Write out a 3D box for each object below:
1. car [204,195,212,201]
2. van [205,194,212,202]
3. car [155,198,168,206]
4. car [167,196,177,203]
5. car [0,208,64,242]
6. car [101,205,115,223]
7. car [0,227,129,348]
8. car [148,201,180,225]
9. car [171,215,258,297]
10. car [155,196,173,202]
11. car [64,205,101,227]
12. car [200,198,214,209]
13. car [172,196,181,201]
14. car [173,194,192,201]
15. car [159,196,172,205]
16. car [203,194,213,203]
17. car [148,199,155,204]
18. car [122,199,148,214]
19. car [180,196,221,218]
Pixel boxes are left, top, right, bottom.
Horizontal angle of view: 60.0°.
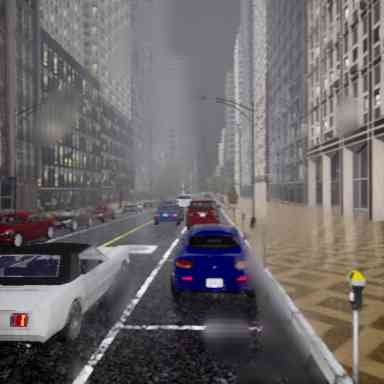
[{"bbox_3d":[4.324,1.618,88.664,1.967,1.590,4.097,-1,0,3],"label":"car"},{"bbox_3d":[4.022,1.509,82.989,1.690,1.788,3.998,-1,0,3],"label":"van"},{"bbox_3d":[-5.547,1.763,60.729,1.802,1.307,4.206,-1,0,3],"label":"car"},{"bbox_3d":[-4.654,1.739,77.587,1.752,1.417,4.829,-1,0,3],"label":"car"},{"bbox_3d":[-7.954,1.635,15.324,1.887,1.381,4.507,-1,0,3],"label":"car"},{"bbox_3d":[-7.352,1.695,26.675,1.802,1.307,4.206,-1,0,3],"label":"car"},{"bbox_3d":[-2.617,1.634,6.439,1.895,1.301,4.718,0,0,3],"label":"car"},{"bbox_3d":[-1.641,1.618,24.888,2.033,1.411,5.357,0,0,3],"label":"car"},{"bbox_3d":[0.543,1.542,8.527,1.812,1.442,4.674,0,0,3],"label":"car"},{"bbox_3d":[-3.591,1.700,46.824,1.994,1.385,4.181,0,0,3],"label":"car"},{"bbox_3d":[-7.654,1.652,20.999,2.008,1.369,4.403,-1,0,3],"label":"car"},{"bbox_3d":[2.220,1.652,48.934,2.008,1.369,4.403,-1,0,3],"label":"car"},{"bbox_3d":[-4.043,1.801,89.108,1.947,1.339,4.313,-1,0,3],"label":"car"},{"bbox_3d":[-0.783,1.329,42.986,2.150,2.045,5.566,0,0,3],"label":"car"},{"bbox_3d":[-5.248,1.632,66.405,1.967,1.590,4.097,-1,0,3],"label":"car"},{"bbox_3d":[3.720,1.472,77.314,2.192,1.841,5.009,-1,0,3],"label":"car"},{"bbox_3d":[-6.149,1.709,49.377,2.008,1.369,4.403,-1,0,3],"label":"car"},{"bbox_3d":[-6.751,1.687,38.026,2.008,1.369,4.403,-1,0,3],"label":"car"},{"bbox_3d":[0.711,1.360,20.556,2.192,1.841,5.009,-1,0,3],"label":"car"}]
